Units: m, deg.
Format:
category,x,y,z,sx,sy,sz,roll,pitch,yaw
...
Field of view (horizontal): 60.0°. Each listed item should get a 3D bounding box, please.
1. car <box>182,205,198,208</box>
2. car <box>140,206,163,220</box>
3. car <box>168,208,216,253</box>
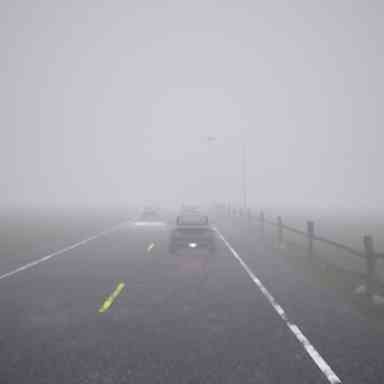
category,x,y,z,sx,sy,sz,roll,pitch,yaw
car,-0.288,2.052,36.243,1.895,1.301,4.718,0,-1,-1
car,-3.926,2.009,32.740,1.895,1.301,4.718,0,-1,-1
car,0.008,1.695,14.645,1.837,1.490,4.892,0,0,0
